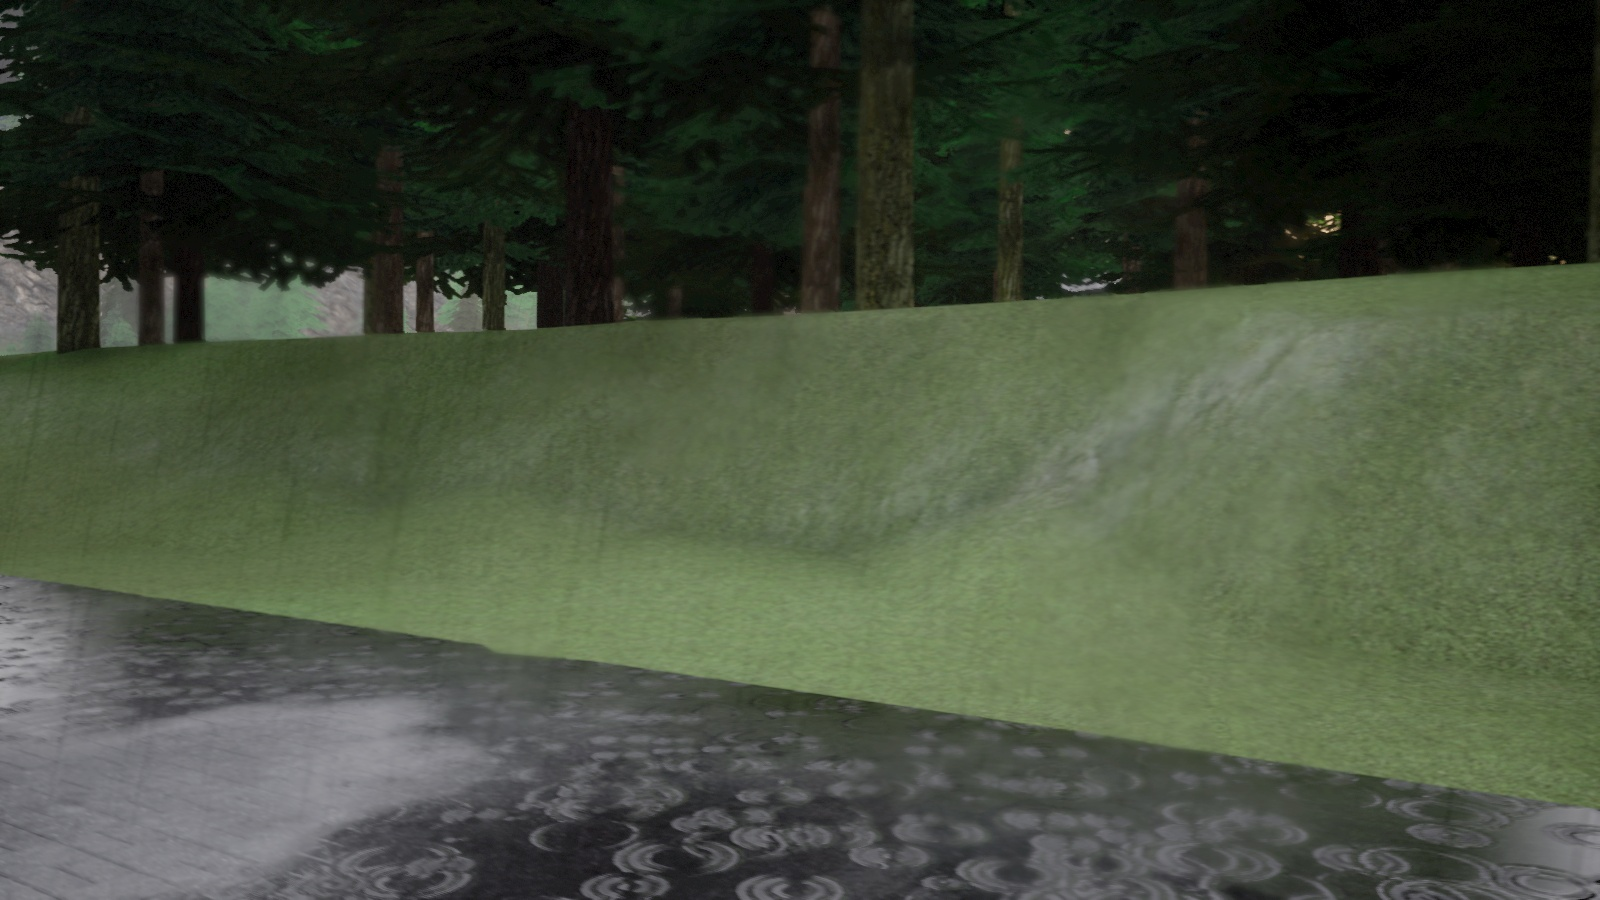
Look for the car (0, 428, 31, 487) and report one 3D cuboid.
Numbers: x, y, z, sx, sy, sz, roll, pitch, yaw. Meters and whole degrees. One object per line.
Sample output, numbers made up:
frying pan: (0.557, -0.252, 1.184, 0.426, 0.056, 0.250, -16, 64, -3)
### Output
car: (-26.528, 0.263, 38.505, 1.932, 1.855, 4.605, 0, 1, 34)
